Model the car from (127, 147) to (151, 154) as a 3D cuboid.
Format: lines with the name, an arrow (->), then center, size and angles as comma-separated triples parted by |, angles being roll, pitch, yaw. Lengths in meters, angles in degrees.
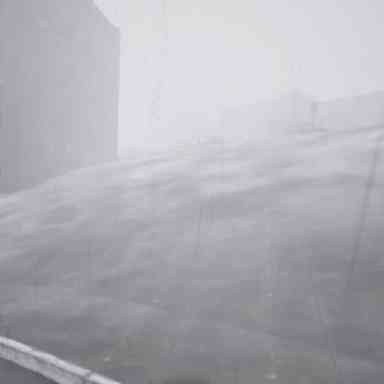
car -> -7.075, -5.787, 49.422 | 2.231, 1.521, 4.892 | 1, 2, -38

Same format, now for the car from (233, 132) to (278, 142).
car -> 6.575, -4.962, 31.916 | 2.002, 1.452, 4.674 | 1, 2, -38

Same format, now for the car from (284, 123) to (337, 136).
car -> 9.955, -4.927, 27.583 | 2.185, 1.767, 4.553 | 1, 2, -38

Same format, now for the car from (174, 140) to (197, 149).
car -> -0.301, -5.532, 40.737 | 2.185, 1.767, 4.553 | 1, 2, -38

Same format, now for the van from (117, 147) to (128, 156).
van -> -10.386, -6.194, 53.672 | 1.878, 1.987, 4.442 | 1, 2, -38

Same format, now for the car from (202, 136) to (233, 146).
car -> 3.091, -5.334, 36.386 | 2.185, 1.767, 4.553 | 1, 2, -38
